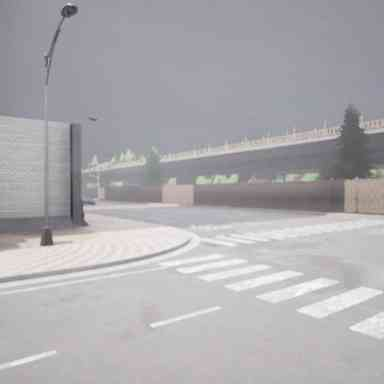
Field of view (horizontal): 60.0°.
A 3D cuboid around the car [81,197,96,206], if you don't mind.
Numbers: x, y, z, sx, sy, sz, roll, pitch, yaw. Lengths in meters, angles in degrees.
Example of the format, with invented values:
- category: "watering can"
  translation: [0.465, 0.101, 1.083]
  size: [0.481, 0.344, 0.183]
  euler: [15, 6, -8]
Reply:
- category: "car"
  translation: [-15.920, 1.404, 49.871]
  size: [1.994, 1.385, 4.181]
  euler: [0, 0, -35]
